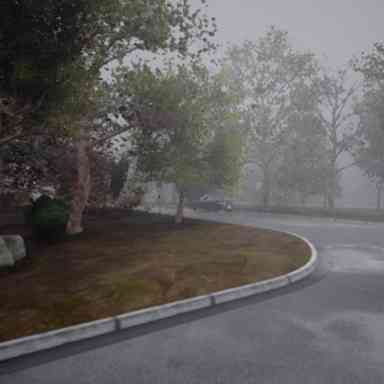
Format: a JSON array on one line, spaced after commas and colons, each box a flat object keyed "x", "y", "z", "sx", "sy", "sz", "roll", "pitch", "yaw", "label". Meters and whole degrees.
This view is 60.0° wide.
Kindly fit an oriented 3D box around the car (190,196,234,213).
[{"x": 1.681, "y": 1.029, "z": 28.836, "sx": 1.812, "sy": 1.442, "sz": 4.674, "roll": 1, "pitch": 0, "yaw": -36, "label": "car"}]

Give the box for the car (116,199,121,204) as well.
[{"x": -9.356, "y": 0.792, "z": 38.087, "sx": 4.892, "sy": 1.490, "sz": 1.837, "roll": 1, "pitch": 0, "yaw": 18, "label": "car"}]
